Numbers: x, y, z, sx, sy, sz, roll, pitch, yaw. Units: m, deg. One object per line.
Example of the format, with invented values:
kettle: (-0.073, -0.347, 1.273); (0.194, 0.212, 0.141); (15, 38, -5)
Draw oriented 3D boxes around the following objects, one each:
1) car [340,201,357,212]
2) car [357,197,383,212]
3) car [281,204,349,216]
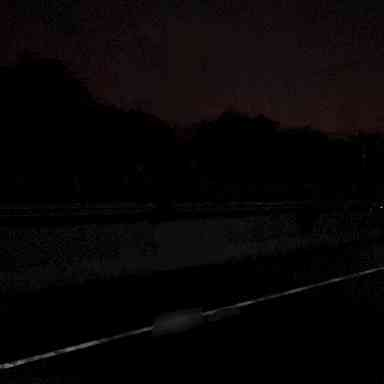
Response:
car: (18.236, 1.782, 38.538); (5.008, 1.535, 1.882); (1, -1, -35)
car: (20.606, 1.531, 35.930); (5.566, 2.045, 2.150); (1, 0, -35)
car: (8.066, 1.703, 22.671); (5.357, 1.411, 2.033); (1, 0, -36)
